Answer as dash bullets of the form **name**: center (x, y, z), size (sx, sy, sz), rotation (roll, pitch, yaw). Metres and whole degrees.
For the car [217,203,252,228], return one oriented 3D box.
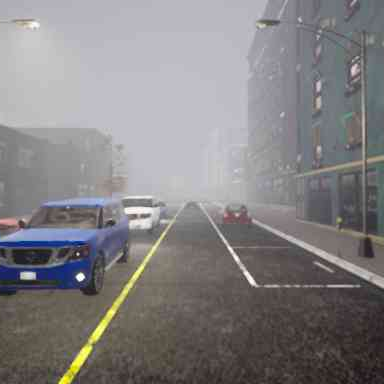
- **car**: center (2.711, 1.431, 21.876), size (1.967, 1.590, 4.097), rotation (1, 0, 0)

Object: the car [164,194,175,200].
- **car**: center (-5.656, 1.413, 78.684), size (1.967, 1.590, 4.097), rotation (1, 0, 0)

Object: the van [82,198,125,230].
- **van**: center (-5.667, 1.332, 21.818), size (1.690, 1.788, 3.998), rotation (1, 0, 0)

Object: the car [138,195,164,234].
- **car**: center (-3.084, 1.213, 19.372), size (2.150, 2.045, 5.566), rotation (0, 0, 0)

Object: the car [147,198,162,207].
- **car**: center (-5.665, 1.562, 50.251), size (1.802, 1.307, 4.206), rotation (1, 0, 0)

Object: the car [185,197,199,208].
- **car**: center (0.016, 1.487, 49.008), size (1.837, 1.490, 4.892), rotation (0, 0, 0)

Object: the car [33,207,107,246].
- **car**: center (-5.673, 1.538, 16.130), size (1.887, 1.381, 4.507), rotation (1, 0, 0)

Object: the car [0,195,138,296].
- **car**: center (-3.087, 1.218, 9.006), size (2.150, 2.045, 5.566), rotation (0, 0, 0)

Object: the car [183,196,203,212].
- **car**: center (0.010, 1.510, 38.534), size (1.812, 1.442, 4.674), rotation (0, 0, 0)

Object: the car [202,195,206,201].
- **car**: center (2.723, 1.497, 84.600), size (1.752, 1.417, 4.829), rotation (1, 0, 0)

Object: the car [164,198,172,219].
- **car**: center (-3.079, 1.513, 29.543), size (1.812, 1.442, 4.674), rotation (0, 0, 0)
